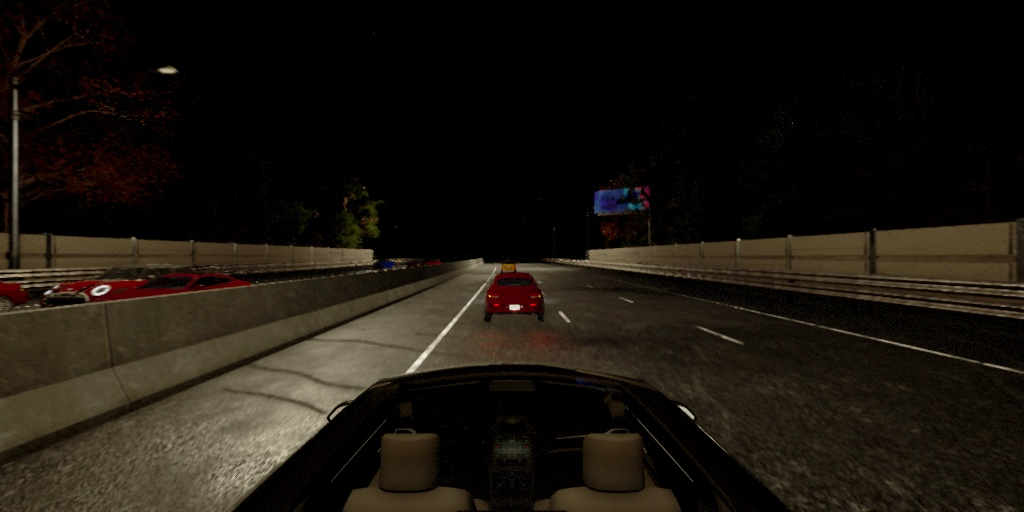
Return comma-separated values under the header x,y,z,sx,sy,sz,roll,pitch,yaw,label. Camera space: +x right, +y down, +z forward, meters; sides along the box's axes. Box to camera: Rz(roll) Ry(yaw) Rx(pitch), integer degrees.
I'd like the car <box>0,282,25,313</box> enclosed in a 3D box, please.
x,y,z,sx,sy,sz,roll,pitch,yaw,label
-17.631,1.280,10.408,1.812,1.442,4.674,0,0,0,car

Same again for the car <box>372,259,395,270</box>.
x,y,z,sx,sy,sz,roll,pitch,yaw,label
-18.288,1.225,51.220,1.882,1.535,5.008,0,0,-1,car

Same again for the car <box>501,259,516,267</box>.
x,y,z,sx,sy,sz,roll,pitch,yaw,label
-0.420,1.202,43.888,1.801,1.575,5.366,0,0,-1,car

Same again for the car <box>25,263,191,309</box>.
x,y,z,sx,sy,sz,roll,pitch,yaw,label
-14.151,1.106,13.515,2.097,1.767,4.553,0,0,0,car

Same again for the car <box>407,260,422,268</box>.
x,y,z,sx,sy,sz,roll,pitch,yaw,label
-14.905,1.308,55.960,1.994,1.385,4.181,0,0,-1,car

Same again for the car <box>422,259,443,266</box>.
x,y,z,sx,sy,sz,roll,pitch,yaw,label
-11.314,1.223,52.338,1.882,1.535,5.008,0,0,-1,car

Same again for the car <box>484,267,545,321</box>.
x,y,z,sx,sy,sz,roll,pitch,yaw,label
0.070,1.276,12.351,1.812,1.442,4.674,0,0,0,car

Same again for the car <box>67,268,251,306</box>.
x,y,z,sx,sy,sz,roll,pitch,yaw,label
-10.626,1.278,11.674,1.812,1.442,4.674,0,0,-1,car
